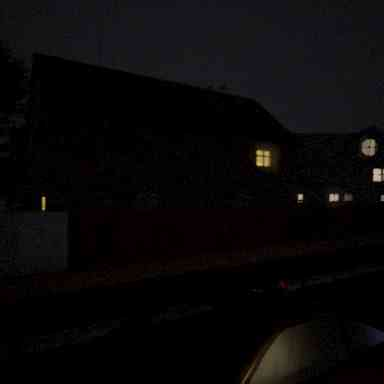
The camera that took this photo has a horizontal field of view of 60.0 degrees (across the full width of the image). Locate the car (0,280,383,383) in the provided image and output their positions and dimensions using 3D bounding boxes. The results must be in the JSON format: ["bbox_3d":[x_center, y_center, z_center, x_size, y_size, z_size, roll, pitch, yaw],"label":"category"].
[{"bbox_3d":[0.319,1.561,2.725,4.181,1.385,1.994,0,0,-34],"label":"car"}]

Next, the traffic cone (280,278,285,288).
[{"bbox_3d":[1.728,1.952,6.355,0.340,0.580,0.340,0,0,-33],"label":"traffic cone"}]
